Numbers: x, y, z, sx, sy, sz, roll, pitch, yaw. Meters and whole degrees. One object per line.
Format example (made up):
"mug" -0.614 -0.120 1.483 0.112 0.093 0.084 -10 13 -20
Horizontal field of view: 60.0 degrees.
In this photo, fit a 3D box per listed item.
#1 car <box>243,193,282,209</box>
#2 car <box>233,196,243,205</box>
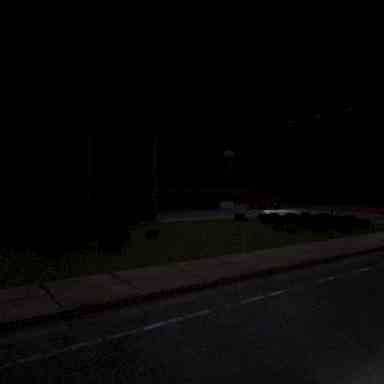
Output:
"car" 9.046 1.124 41.953 2.150 2.045 5.566 0 -1 -17
"car" 8.634 1.454 58.184 1.837 1.490 4.892 0 0 -9
